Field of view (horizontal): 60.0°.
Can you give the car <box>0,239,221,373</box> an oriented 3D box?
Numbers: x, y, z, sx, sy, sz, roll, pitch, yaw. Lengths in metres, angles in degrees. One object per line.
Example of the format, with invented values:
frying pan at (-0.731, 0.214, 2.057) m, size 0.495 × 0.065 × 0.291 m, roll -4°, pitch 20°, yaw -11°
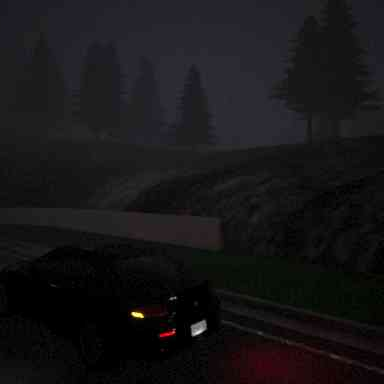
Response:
car at (-1.668, 1.546, 5.692) m, size 4.674 × 1.442 × 1.812 m, roll 0°, pitch 0°, yaw 40°
